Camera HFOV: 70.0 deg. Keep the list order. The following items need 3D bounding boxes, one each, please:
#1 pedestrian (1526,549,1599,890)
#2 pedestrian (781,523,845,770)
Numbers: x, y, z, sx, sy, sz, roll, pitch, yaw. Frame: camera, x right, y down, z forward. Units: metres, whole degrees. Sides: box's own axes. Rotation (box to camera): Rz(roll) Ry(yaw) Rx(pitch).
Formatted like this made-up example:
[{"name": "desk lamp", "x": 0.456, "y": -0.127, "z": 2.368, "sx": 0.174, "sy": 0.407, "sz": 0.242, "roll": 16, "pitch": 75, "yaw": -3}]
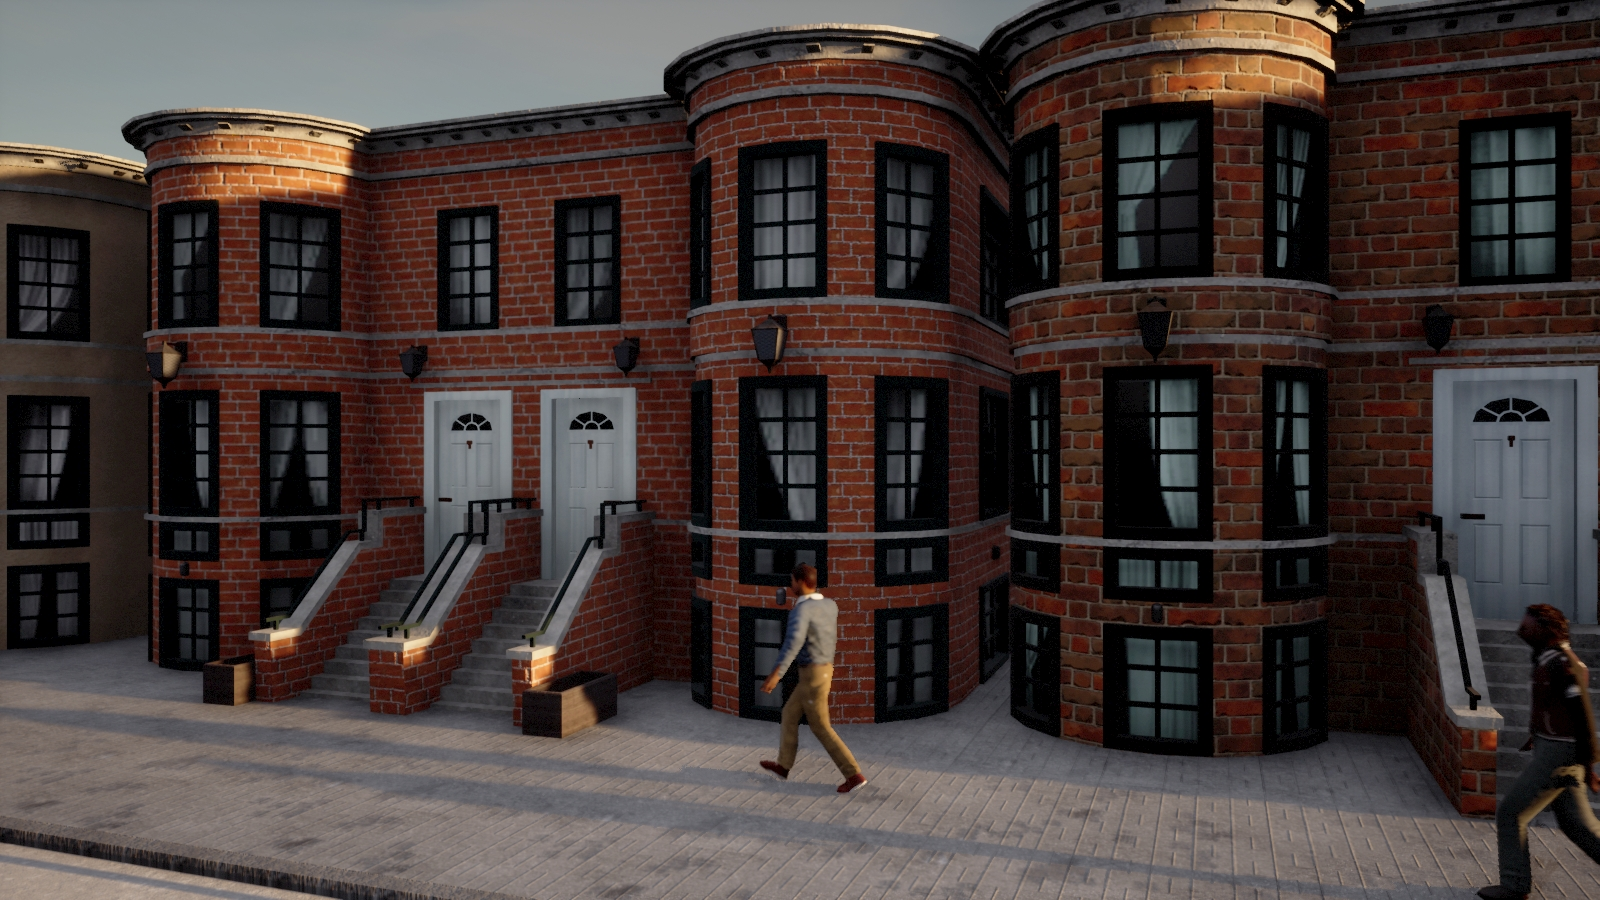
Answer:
[{"name": "pedestrian", "x": 4.433, "y": 1.524, "z": 6.607, "sx": 0.375, "sy": 1.860, "sz": 0.375, "roll": 0, "pitch": 0, "yaw": 29}, {"name": "pedestrian", "x": 0.106, "y": 1.526, "z": 9.033, "sx": 0.375, "sy": 1.860, "sz": 0.375, "roll": 0, "pitch": 0, "yaw": 28}]
